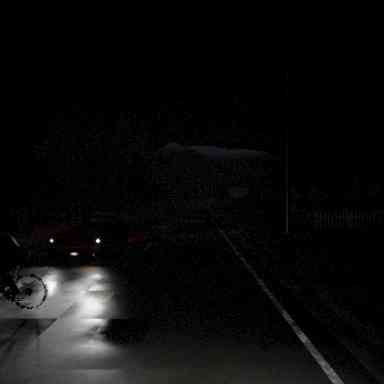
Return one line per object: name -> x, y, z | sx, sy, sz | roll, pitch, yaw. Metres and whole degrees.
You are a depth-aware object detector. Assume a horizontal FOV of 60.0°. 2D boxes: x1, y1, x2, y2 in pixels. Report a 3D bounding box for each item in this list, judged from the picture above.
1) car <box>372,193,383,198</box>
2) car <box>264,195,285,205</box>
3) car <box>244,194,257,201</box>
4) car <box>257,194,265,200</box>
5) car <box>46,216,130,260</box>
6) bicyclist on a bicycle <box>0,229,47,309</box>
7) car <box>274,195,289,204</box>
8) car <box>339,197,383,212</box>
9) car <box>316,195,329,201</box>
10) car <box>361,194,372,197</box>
car -> 32.303, 1.097, 54.770 | 1.932, 1.855, 4.605 | 0, 0, 0
car -> 13.720, 1.374, 55.016 | 1.845, 1.501, 3.633 | 0, 0, 0
car -> 13.863, 1.339, 81.050 | 2.007, 1.523, 4.514 | 0, 0, 0
car -> 17.000, 1.330, 81.084 | 2.152, 1.636, 5.027 | 0, 0, 0
car -> -3.651, 1.601, 12.495 | 1.895, 1.301, 4.718 | 0, 0, 0
bicyclist on a bicycle -> -3.596, 1.454, 6.326 | 1.656, 1.620, 0.582 | -2, 0, 0
car -> 16.744, 1.384, 62.419 | 1.970, 1.475, 3.806 | 0, 0, 0
car -> 18.802, 1.548, 37.509 | 4.181, 1.385, 1.994 | 0, 0, 1
car -> 28.801, 1.320, 73.340 | 1.845, 1.501, 3.633 | 0, 0, 0
car -> 38.793, 1.298, 73.240 | 2.007, 1.523, 4.514 | 0, 0, 0
